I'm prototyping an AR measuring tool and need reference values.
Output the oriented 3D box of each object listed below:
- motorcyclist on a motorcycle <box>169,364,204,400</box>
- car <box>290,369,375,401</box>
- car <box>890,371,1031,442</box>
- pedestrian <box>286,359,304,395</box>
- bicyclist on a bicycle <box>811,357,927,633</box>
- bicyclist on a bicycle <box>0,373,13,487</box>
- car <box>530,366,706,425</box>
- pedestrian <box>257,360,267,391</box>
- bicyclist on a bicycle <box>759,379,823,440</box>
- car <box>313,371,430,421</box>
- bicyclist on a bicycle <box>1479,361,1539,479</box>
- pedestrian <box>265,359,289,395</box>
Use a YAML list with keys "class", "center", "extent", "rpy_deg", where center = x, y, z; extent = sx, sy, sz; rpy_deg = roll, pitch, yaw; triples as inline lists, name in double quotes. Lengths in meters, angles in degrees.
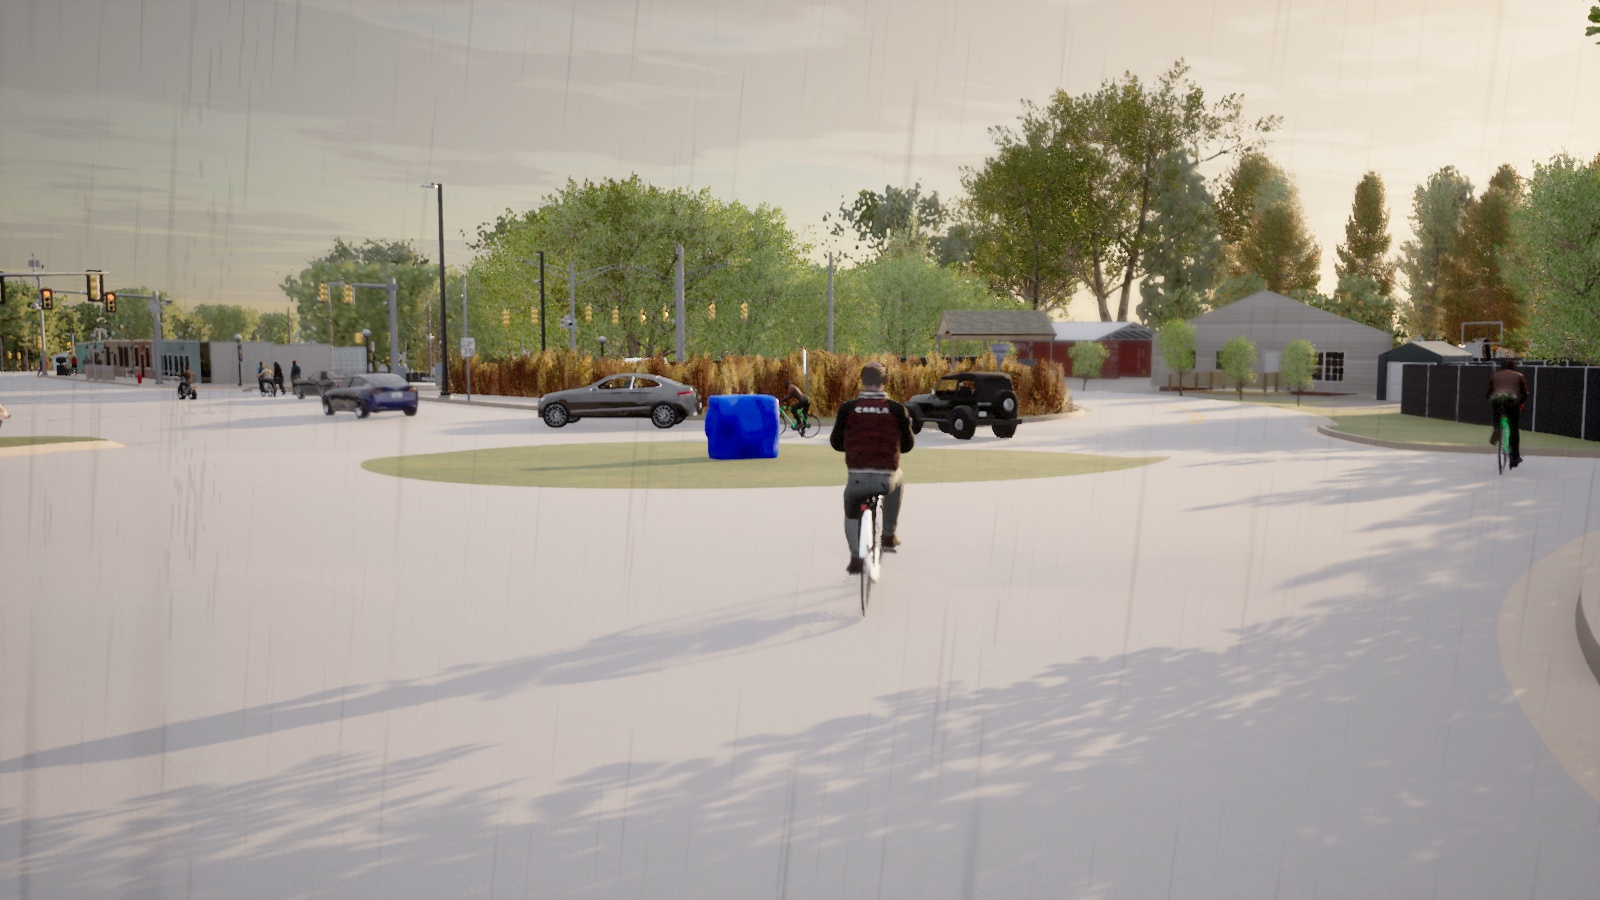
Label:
- class: "motorcyclist on a motorcycle"
  center: [-28.917, -3.180, 59.185]
  extent: [0.766, 1.649, 2.350]
  rpy_deg: [-5, 5, -42]
- class: "car"
  center: [-20.627, -2.891, 55.331]
  extent: [1.895, 1.301, 4.718]
  rpy_deg: [-5, 6, -41]
- class: "car"
  center: [4.565, -1.299, 36.164]
  extent: [1.905, 1.878, 3.866]
  rpy_deg: [-2, 5, -35]
- class: "pedestrian"
  center: [-26.263, -3.813, 65.295]
  extent: [0.370, 1.835, 0.726]
  rpy_deg: [2, 6, 24]
- class: "bicyclist on a bicycle"
  center: [0.539, 0.233, 9.225]
  extent: [0.659, 1.776, 1.843]
  rpy_deg: [2, 6, 8]
- class: "bicyclist on a bicycle"
  center: [-12.098, -0.315, 18.384]
  extent: [0.866, 1.612, 1.509]
  rpy_deg: [0, 4, -28]
- class: "car"
  center: [-5.553, -1.704, 38.729]
  extent: [5.027, 1.651, 2.152]
  rpy_deg: [1, 5, 3]
- class: "pedestrian"
  center: [-33.139, -4.596, 77.338]
  extent: [0.396, 1.930, 0.692]
  rpy_deg: [-4, 7, -34]
- class: "bicyclist on a bicycle"
  center: [-0.247, -1.128, 34.733]
  extent: [1.656, 1.620, 0.582]
  rpy_deg: [2, 4, 11]
- class: "car"
  center: [-14.857, -1.919, 43.411]
  extent: [2.163, 1.488, 4.792]
  rpy_deg: [-5, 7, -40]
- class: "bicyclist on a bicycle"
  center: [10.218, -0.455, 18.073]
  extent: [0.582, 1.620, 1.656]
  rpy_deg: [1, 4, 35]
- class: "pedestrian"
  center: [-27.725, -3.870, 66.585]
  extent: [0.634, 1.844, 0.899]
  rpy_deg: [5, 8, 44]
